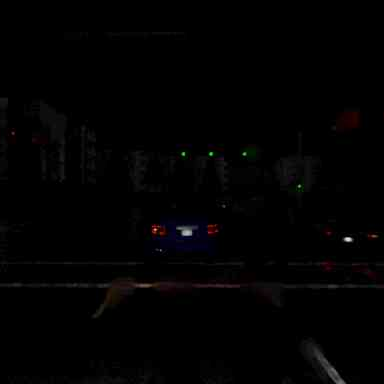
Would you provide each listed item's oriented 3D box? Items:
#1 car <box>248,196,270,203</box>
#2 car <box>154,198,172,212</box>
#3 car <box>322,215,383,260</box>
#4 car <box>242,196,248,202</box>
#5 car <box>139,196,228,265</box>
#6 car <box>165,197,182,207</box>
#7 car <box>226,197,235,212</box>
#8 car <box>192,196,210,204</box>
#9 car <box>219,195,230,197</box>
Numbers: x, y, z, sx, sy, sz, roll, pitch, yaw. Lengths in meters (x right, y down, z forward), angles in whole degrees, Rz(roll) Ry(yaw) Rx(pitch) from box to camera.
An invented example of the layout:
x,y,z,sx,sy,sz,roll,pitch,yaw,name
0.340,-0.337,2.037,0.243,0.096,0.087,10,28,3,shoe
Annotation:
x,y,z,sx,sy,sz,roll,pitch,yaw,name
15.369,1.573,74.337,5.008,1.535,1.882,0,0,-43,car
-3.495,1.530,40.785,1.882,1.535,5.008,0,0,0,car
6.533,1.580,12.825,1.994,1.385,4.181,-1,0,38,car
13.742,1.623,77.628,4.674,1.442,1.812,0,0,-39,car
-0.650,1.238,11.984,2.150,2.045,5.566,0,0,-11,car
-2.897,1.594,53.370,1.812,1.442,4.674,0,0,10,car
3.623,1.615,40.155,1.994,1.385,4.181,0,0,-1,car
1.910,1.586,68.053,1.837,1.490,4.892,0,0,28,car
7.196,1.445,70.047,2.097,1.767,4.553,0,0,35,car
